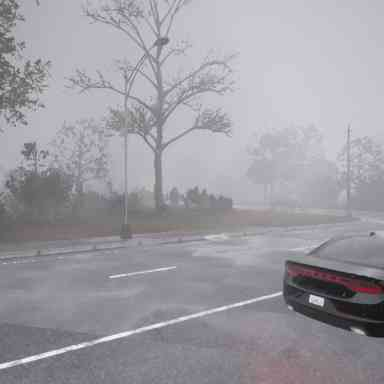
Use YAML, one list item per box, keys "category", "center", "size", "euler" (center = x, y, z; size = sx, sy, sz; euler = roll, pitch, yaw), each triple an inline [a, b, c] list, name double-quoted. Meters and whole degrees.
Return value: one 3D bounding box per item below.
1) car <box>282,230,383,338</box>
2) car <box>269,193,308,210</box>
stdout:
- category: "car"
  center: [3.906, 1.478, 6.414]
  size: [5.008, 1.535, 1.882]
  euler: [0, 0, -35]
- category: "car"
  center: [12.157, 1.230, 42.380]
  size: [2.150, 2.045, 5.566]
  euler: [0, 1, -27]
